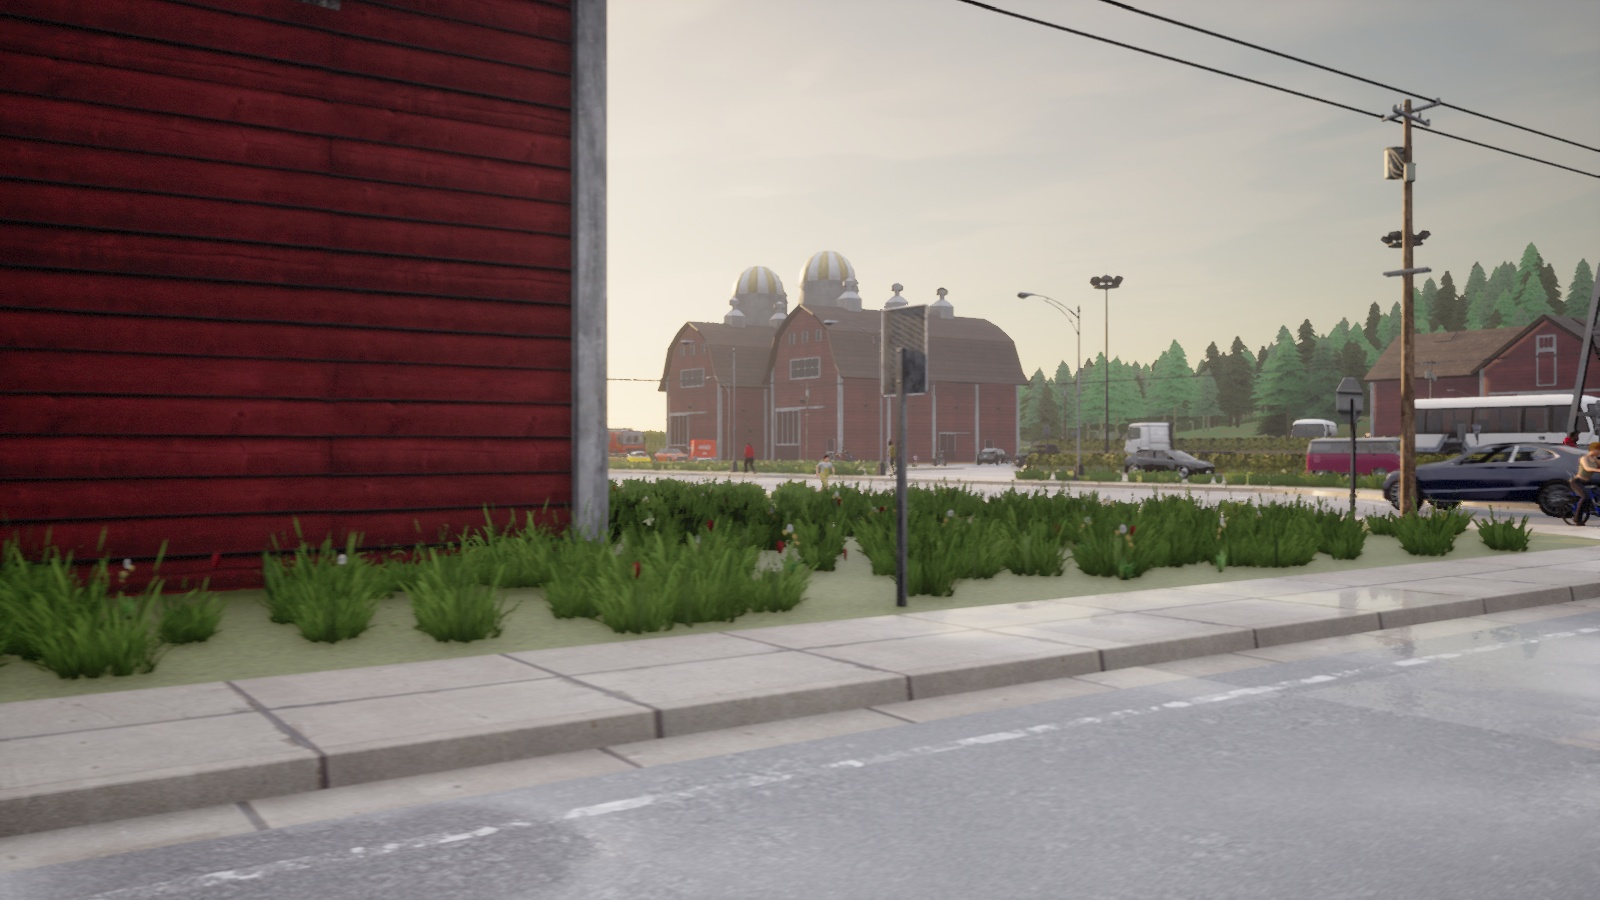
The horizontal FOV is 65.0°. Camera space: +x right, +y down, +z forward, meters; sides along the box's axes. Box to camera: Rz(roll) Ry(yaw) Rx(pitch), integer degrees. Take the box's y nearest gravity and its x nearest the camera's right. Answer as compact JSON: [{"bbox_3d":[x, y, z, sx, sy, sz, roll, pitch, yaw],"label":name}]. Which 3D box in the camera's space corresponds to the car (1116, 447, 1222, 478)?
[{"bbox_3d":[18.527,0.606,63.246,2.163,1.488,4.792,0,0,-35],"label":"car"}]

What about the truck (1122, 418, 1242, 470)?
[{"bbox_3d":[26.597,-0.434,87.886,2.891,3.462,7.936,0,0,-35],"label":"truck"}]

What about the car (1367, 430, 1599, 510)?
[{"bbox_3d":[15.887,0.415,28.530,2.152,1.651,5.027,0,0,-38],"label":"car"}]

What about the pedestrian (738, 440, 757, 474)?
[{"bbox_3d":[-2.857,0.391,68.677,0.634,1.844,0.899,0,0,-36],"label":"pedestrian"}]

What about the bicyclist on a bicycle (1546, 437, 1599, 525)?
[{"bbox_3d":[15.024,0.579,23.562,0.866,1.612,1.509,0,-1,-30],"label":"bicyclist on a bicycle"}]

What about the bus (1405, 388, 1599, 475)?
[{"bbox_3d":[37.807,-0.891,65.878,3.944,4.253,10.273,0,0,-35],"label":"bus"}]

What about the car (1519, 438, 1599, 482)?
[{"bbox_3d":[32.492,0.382,51.725,4.553,1.767,2.097,0,0,7],"label":"car"}]

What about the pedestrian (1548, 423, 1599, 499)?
[{"bbox_3d":[19.286,0.269,31.305,0.634,1.844,0.899,0,0,-33],"label":"pedestrian"}]

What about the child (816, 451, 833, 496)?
[{"bbox_3d":[0.693,0.663,35.476,0.270,1.263,0.437,0,0,-36],"label":"child"}]

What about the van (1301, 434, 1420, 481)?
[{"bbox_3d":[24.571,0.324,55.183,1.775,1.987,4.442,0,0,-42],"label":"van"}]
